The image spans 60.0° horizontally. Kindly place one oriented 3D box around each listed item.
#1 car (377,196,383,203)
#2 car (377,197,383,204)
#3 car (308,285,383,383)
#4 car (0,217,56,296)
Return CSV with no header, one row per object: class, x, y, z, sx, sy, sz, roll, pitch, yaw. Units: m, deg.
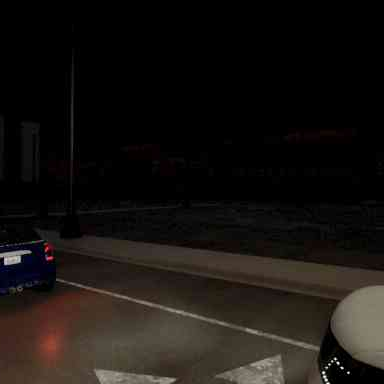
car,39.898,1.569,67.977,1.853,1.218,4.536,1,1,6
car,39.891,1.727,67.927,2.038,1.542,4.974,1,1,6
car,3.456,1.222,1.523,5.566,2.045,2.150,0,0,36
car,-5.219,1.348,7.724,4.553,1.767,2.097,0,0,36
